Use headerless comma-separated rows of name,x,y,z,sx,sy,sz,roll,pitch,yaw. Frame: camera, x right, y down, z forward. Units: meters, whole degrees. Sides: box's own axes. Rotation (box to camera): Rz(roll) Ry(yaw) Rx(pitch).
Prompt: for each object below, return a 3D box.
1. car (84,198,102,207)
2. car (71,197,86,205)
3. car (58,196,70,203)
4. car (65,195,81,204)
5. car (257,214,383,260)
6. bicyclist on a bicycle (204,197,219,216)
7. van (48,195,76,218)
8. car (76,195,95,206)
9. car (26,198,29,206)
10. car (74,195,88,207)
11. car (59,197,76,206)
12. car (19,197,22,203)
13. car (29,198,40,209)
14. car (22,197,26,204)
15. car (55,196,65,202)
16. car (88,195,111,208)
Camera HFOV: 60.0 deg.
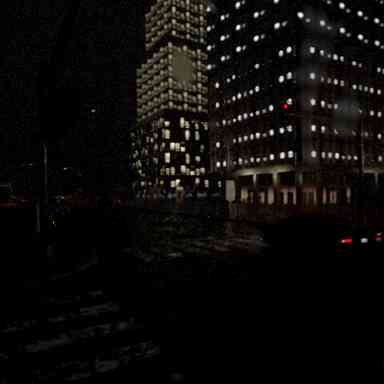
car,-16.441,1.651,54.926,1.887,1.381,4.507,0,0,-30
car,-22.014,1.707,64.502,1.947,1.339,4.313,0,0,-30
car,-30.374,1.743,78.864,2.008,1.369,4.403,0,0,-30
car,-24.803,1.473,69.289,2.192,1.841,5.009,0,0,-30
car,4.517,1.538,12.588,2.033,1.411,5.357,-1,0,-18
bicyclist on a bicycle,1.745,1.274,29.523,1.656,1.620,0.582,-1,0,-30
van,-12.538,1.473,31.561,1.690,1.788,3.998,0,0,-30
car,-19.230,1.439,59.714,2.192,1.841,5.009,0,0,-30
car,-23.682,1.753,50.710,2.008,1.369,4.403,0,0,-30
car,-17.498,1.607,51.579,1.882,1.535,5.008,-1,0,-30
car,-22.592,1.708,60.336,2.033,1.411,5.357,-1,0,-30
car,-40.403,1.887,79.435,1.802,1.307,4.206,0,0,-30
car,-20.896,1.751,45.923,1.947,1.339,4.313,0,0,-30
car,-29.256,1.819,60.285,1.802,1.307,4.206,0,0,-30
car,-33.247,1.735,83.798,1.752,1.417,4.829,0,0,-30
car,-13.656,1.404,50.139,2.192,1.841,5.009,0,0,-30
